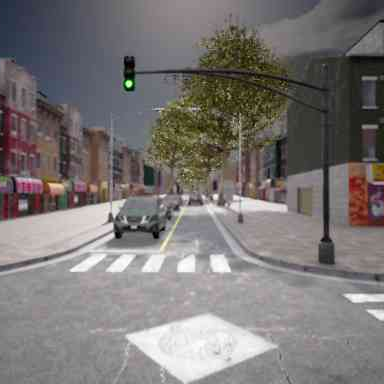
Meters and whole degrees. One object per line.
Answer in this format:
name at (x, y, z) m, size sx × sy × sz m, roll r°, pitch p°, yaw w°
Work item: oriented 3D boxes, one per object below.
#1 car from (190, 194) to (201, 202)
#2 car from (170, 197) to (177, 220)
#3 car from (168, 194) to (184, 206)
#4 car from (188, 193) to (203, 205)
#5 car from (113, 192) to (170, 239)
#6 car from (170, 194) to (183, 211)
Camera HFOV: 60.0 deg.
car at (0.600, 1.069, 58.797) m, size 1.994 × 1.385 × 4.181 m, roll 0°, pitch 1°, yaw 1°
car at (-2.532, 1.415, 27.726) m, size 1.837 × 1.490 × 4.892 m, roll 0°, pitch 1°, yaw 1°
car at (-2.295, 1.122, 48.374) m, size 2.128 × 1.511 × 4.902 m, roll 0°, pitch 1°, yaw 0°
car at (0.507, 0.985, 48.725) m, size 2.097 × 1.767 × 4.553 m, roll 0°, pitch 1°, yaw 1°
car at (-2.615, 1.222, 17.858) m, size 2.150 × 2.045 × 5.566 m, roll 0°, pitch 0°, yaw 0°
car at (-2.416, 1.132, 37.407) m, size 2.097 × 1.767 × 4.553 m, roll 0°, pitch 1°, yaw 1°
